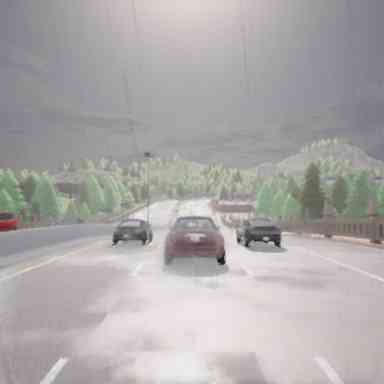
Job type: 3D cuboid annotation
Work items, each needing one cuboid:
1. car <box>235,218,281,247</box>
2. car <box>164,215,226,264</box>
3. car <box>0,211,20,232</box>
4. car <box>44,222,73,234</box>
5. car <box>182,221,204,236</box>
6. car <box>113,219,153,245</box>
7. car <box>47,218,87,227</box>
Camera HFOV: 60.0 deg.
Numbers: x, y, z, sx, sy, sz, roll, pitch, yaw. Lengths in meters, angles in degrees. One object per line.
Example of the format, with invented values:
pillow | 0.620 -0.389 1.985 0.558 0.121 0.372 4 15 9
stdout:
car | 3.600 2.209 18.617 1.837 1.490 4.892 0 -4 0
car | 0.100 1.706 13.233 2.097 1.767 4.553 0 -3 0
car | -14.035 2.289 22.783 2.150 2.045 5.566 0 -6 0
car | -17.498 4.688 43.799 1.837 1.490 4.892 0 -6 0
car | 0.100 3.751 34.257 2.033 1.411 5.357 0 -6 0
car | -3.413 2.317 19.692 1.812 1.442 4.674 0 -5 0
car | -10.530 3.005 28.765 2.097 1.767 4.553 0 -6 0
